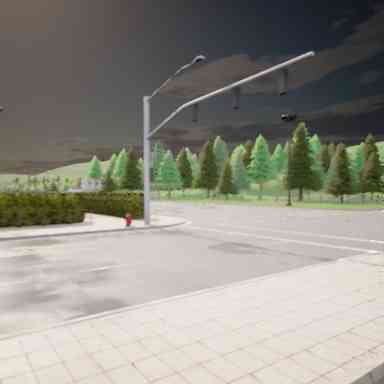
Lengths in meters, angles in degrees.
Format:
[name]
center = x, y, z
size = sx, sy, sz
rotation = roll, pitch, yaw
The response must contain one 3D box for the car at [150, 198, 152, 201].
[car]
center = -10.143, 1.378, 68.355
size = 1.895, 1.301, 4.718
rotation = 0, 0, -35
